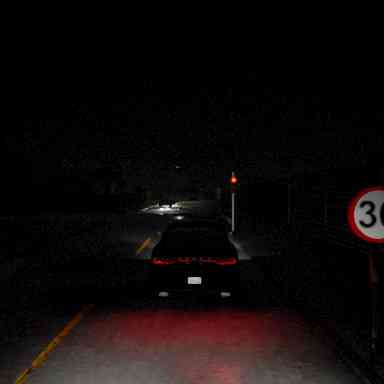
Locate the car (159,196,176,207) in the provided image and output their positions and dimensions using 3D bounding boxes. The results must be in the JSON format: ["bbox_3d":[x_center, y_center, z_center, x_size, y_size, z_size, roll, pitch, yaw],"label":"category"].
[{"bbox_3d":[-3.965,1.491,50.921,2.128,1.511,4.902,0,0,0],"label":"car"}]

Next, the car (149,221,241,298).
[{"bbox_3d":[0.073,1.478,8.600,1.882,1.535,5.008,0,0,1],"label":"car"}]

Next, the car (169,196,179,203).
[{"bbox_3d":[-3.820,1.595,70.453,1.895,1.301,4.718,0,0,0],"label":"car"}]

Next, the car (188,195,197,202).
[{"bbox_3d":[0.182,1.339,71.375,1.812,1.442,4.674,0,0,0],"label":"car"}]

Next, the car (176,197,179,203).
[{"bbox_3d":[-3.918,1.492,60.401,2.128,1.511,4.902,0,0,0],"label":"car"}]
